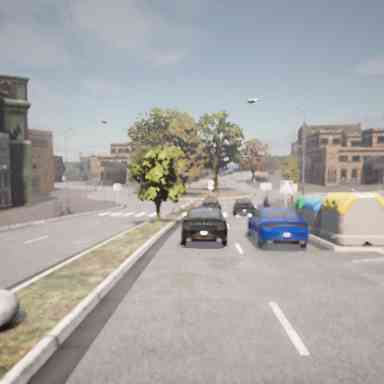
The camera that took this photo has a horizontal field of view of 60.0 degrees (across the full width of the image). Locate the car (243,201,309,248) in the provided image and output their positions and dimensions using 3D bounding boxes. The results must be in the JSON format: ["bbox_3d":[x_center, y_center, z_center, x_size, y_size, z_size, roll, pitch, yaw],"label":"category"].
[{"bbox_3d":[3.542,1.387,14.462,1.882,1.535,5.008,0,0,3],"label":"car"}]

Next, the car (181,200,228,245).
[{"bbox_3d":[0.572,1.372,15.019,1.882,1.535,5.008,0,1,3],"label":"car"}]

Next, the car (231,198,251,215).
[{"bbox_3d":[4.813,1.338,31.467,1.837,1.490,4.892,0,0,5],"label":"car"}]

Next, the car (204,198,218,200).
[{"bbox_3d":[1.839,1.314,31.861,1.837,1.490,4.892,0,0,5],"label":"car"}]
